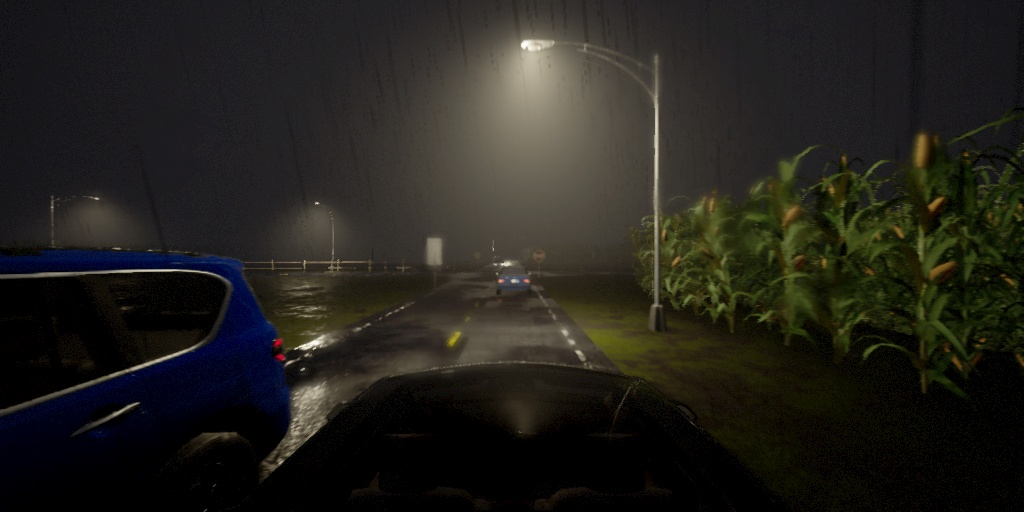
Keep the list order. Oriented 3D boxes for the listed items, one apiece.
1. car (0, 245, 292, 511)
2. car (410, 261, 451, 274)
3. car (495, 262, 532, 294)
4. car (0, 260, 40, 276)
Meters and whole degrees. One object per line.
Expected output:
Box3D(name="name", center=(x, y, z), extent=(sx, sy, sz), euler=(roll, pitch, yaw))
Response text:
Box3D(name="car", center=(-2.850, 0.975, 0.593), extent=(2.150, 2.045, 5.566), euler=(0, 0, 0))
Box3D(name="car", center=(-8.643, 1.183, 38.086), extent=(4.181, 1.385, 1.994), euler=(0, 0, 17))
Box3D(name="car", center=(0.089, 1.231, 19.743), extent=(2.033, 1.411, 5.357), euler=(0, 0, 0))
Box3D(name="car", center=(-50.522, 1.220, 35.601), extent=(4.892, 1.490, 1.837), euler=(-1, 1, 0))
